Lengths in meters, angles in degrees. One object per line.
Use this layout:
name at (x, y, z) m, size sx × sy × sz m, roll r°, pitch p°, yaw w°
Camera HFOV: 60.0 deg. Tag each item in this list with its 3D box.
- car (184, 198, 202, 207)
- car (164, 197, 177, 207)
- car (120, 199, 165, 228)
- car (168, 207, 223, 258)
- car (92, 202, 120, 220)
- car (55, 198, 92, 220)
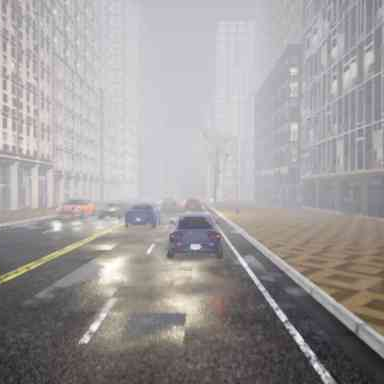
car at (0.106, 1.462, 38.903) m, size 1.882 × 1.535 × 5.008 m, roll 0°, pitch 0°, yaw 0°
car at (-3.143, 1.480, 46.913) m, size 2.128 × 1.511 × 4.902 m, roll 0°, pitch 0°, yaw 0°
car at (-3.146, 1.463, 22.013) m, size 1.882 × 1.535 × 5.008 m, roll 0°, pitch 0°, yaw 0°
car at (0.103, 1.516, 12.529) m, size 1.812 × 1.442 × 4.674 m, roll 0°, pitch 0°, yaw 0°
car at (-6.500, 1.531, 28.379) m, size 2.033 × 1.411 × 5.357 m, roll 0°, pitch 0°, yaw 0°
car at (-9.754, 1.334, 28.117) m, size 2.097 × 1.767 × 4.553 m, roll 0°, pitch 0°, yaw 0°
